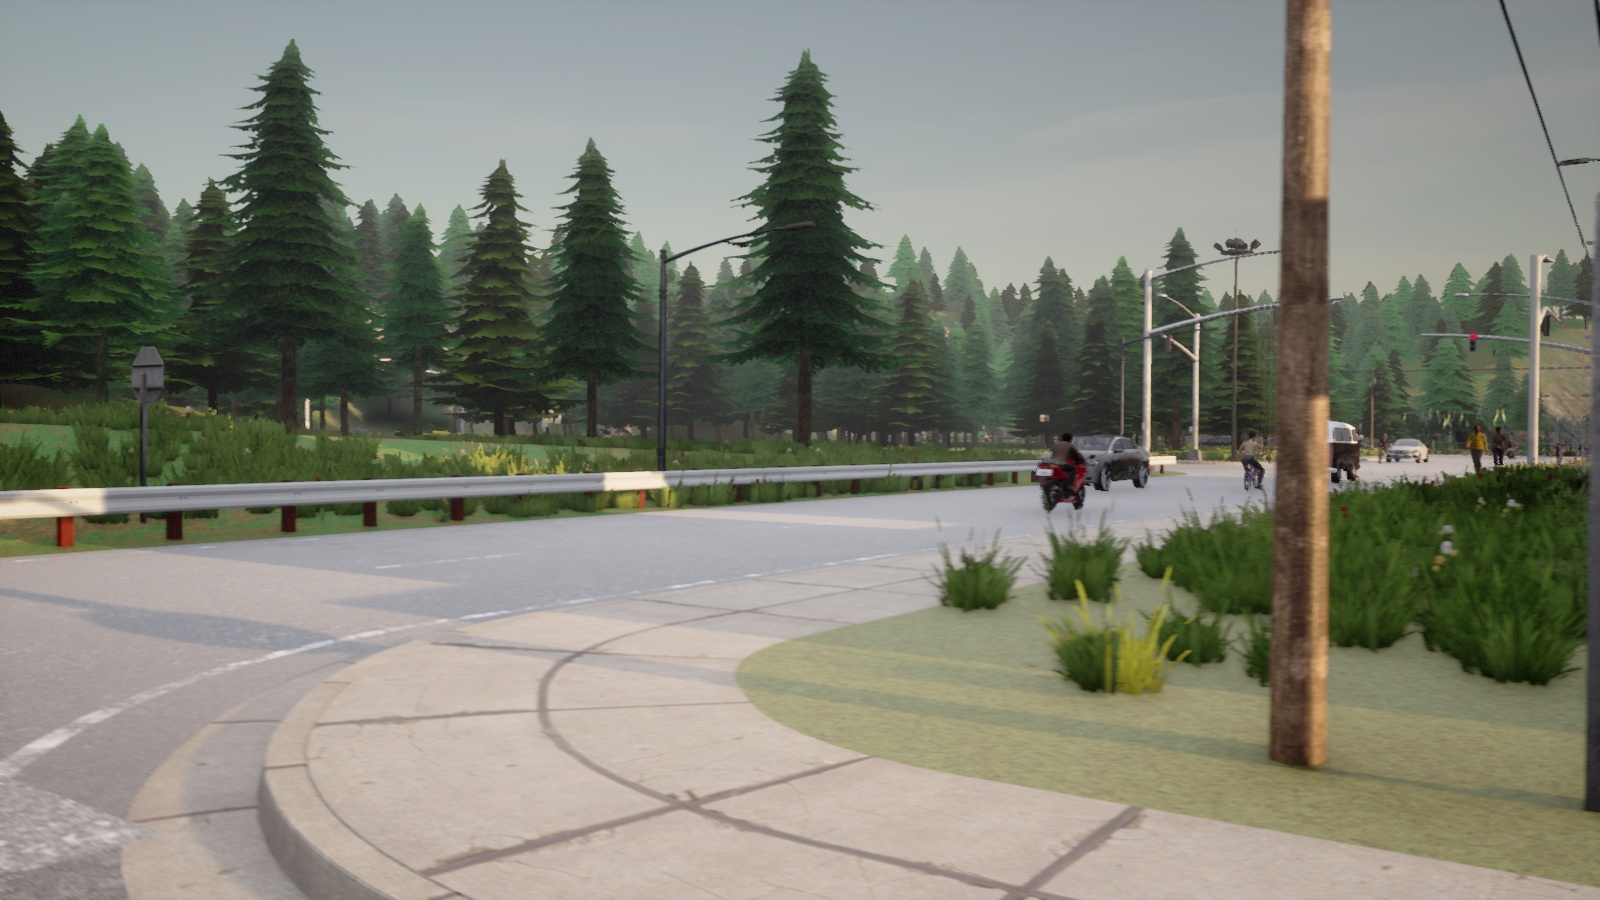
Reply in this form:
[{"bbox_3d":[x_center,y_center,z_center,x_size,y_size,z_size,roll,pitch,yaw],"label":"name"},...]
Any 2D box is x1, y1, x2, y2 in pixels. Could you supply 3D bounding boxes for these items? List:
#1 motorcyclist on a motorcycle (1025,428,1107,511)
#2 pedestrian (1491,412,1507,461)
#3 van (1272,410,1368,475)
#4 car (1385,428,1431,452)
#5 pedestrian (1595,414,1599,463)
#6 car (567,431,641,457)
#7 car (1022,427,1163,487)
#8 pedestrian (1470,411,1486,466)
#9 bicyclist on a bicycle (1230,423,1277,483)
[{"bbox_3d":[5.120,0.336,24.081,0.797,1.523,2.044,0,1,35],"label":"motorcyclist on a motorcycle"},{"bbox_3d":[26.013,-0.511,46.739,0.328,1.805,0.869,0,1,41],"label":"pedestrian"},{"bbox_3d":[17.375,-0.276,41.840,2.069,2.038,4.480,0,1,35],"label":"van"},{"bbox_3d":[37.090,-0.627,76.570,1.812,1.442,4.674,0,1,35],"label":"car"},{"bbox_3d":[31.800,-0.462,49.863,0.402,1.930,0.666,0,1,30],"label":"pedestrian"},{"bbox_3d":[-13.163,-0.408,84.062,4.856,1.649,2.033,0,1,36],"label":"car"},{"bbox_3d":[8.153,0.138,34.638,2.128,1.511,4.902,0,1,35],"label":"car"},{"bbox_3d":[22.962,-0.403,42.526,0.370,1.835,0.726,0,1,36],"label":"pedestrian"},{"bbox_3d":[12.627,0.074,34.969,0.866,1.612,1.509,0,1,35],"label":"bicyclist on a bicycle"}]
